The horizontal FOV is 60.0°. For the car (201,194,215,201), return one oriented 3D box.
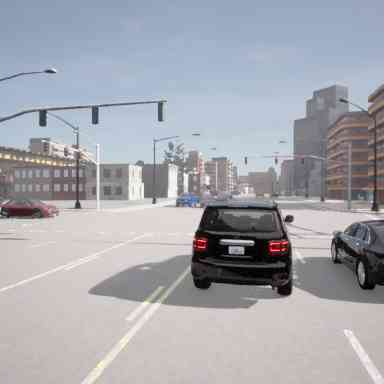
[{"bbox_3d":[3.292,1.079,68.203,2.033,1.411,5.357,0,1,12],"label":"car"}]

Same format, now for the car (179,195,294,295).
[{"bbox_3d":[1.533,1.222,9.037,2.150,2.045,5.566,0,0,14],"label":"car"}]

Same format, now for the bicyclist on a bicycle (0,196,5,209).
[{"bbox_3d":[-23.843,1.306,41.442,0.582,1.620,1.656,0,0,10],"label":"bicyclist on a bicycle"}]

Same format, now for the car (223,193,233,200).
[{"bbox_3d":[8.079,0.931,74.198,1.812,1.442,4.674,0,1,11],"label":"car"}]

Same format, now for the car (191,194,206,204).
[{"bbox_3d":[1.155,1.221,57.939,1.837,1.490,4.892,0,1,11],"label":"car"}]

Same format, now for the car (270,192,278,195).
[{"bbox_3d":[20.851,0.750,84.464,2.033,1.411,5.357,0,1,11],"label":"car"}]

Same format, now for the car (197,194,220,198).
[{"bbox_3d":[2.325,1.384,46.056,1.837,1.490,4.892,0,1,11],"label":"car"}]

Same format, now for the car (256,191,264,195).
[{"bbox_3d":[17.417,0.565,85.142,2.097,1.767,4.553,0,1,11],"label":"car"}]

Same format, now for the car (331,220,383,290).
[{"bbox_3d":[5.094,1.506,8.917,1.837,1.490,4.892,0,0,11],"label":"car"}]

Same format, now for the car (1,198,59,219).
[{"bbox_3d":[-13.764,1.353,28.466,4.553,1.767,2.097,0,0,10],"label":"car"}]

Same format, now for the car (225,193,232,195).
[{"bbox_3d":[6.030,1.096,64.243,1.837,1.490,4.892,0,1,12],"label":"car"}]

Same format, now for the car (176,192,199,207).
[{"bbox_3d":[-0.757,1.083,48.462,2.150,2.045,5.566,0,1,12],"label":"car"}]
